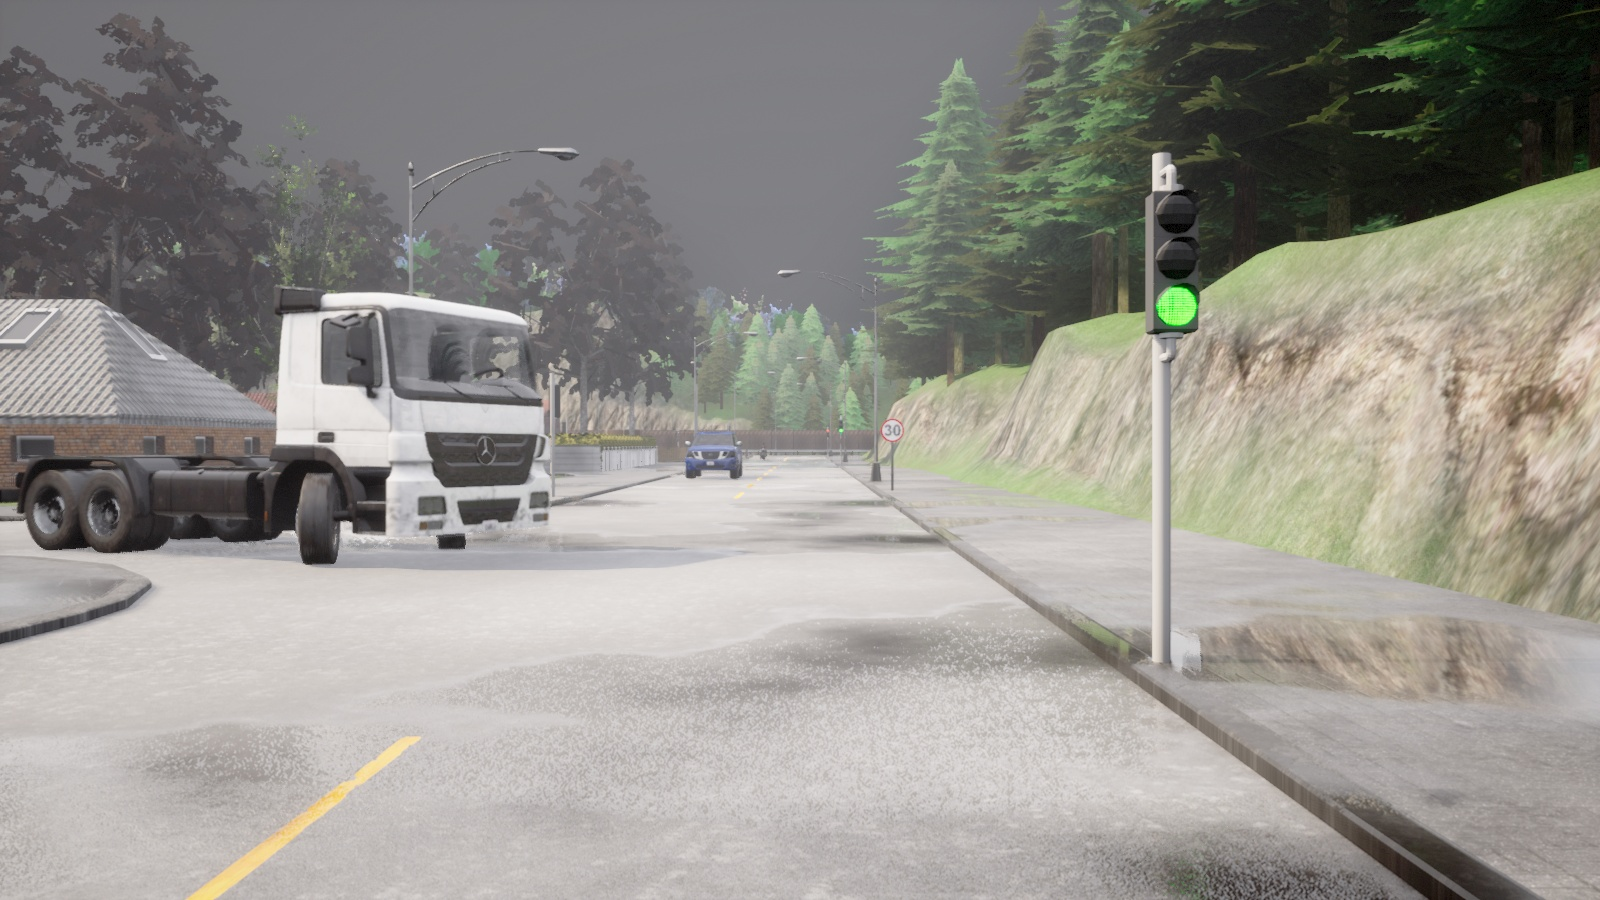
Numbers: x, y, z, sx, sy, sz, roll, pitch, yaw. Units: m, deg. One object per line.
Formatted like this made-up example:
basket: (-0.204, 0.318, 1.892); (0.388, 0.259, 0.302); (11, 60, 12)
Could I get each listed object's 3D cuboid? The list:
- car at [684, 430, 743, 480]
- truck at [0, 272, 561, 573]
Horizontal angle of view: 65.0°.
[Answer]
car: (-3.678, 0.189, 54.274); (2.150, 2.045, 5.566); (0, 0, 0)
truck: (-7.441, -0.330, 17.523); (7.936, 3.462, 2.891); (0, 0, 27)
